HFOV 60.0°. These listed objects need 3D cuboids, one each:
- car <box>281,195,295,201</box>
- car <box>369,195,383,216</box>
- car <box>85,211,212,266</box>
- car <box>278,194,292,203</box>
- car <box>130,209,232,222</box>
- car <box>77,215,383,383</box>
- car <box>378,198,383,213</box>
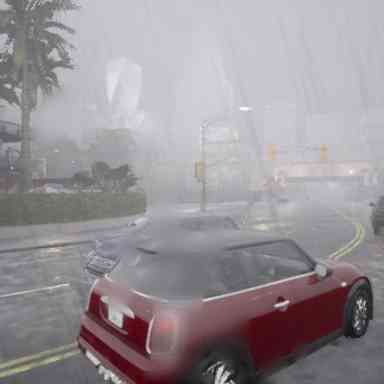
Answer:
[{"bbox_3d":[24.385,1.453,84.509,2.231,1.521,4.892,0,0,29],"label":"car"},{"bbox_3d":[11.234,1.177,18.488,2.150,2.045,5.566,0,0,27],"label":"car"},{"bbox_3d":[-1.436,1.558,12.541,1.812,1.442,4.674,0,0,43],"label":"car"},{"bbox_3d":[18.752,1.465,68.257,2.097,1.535,5.008,0,0,19],"label":"car"},{"bbox_3d":[-0.440,1.372,8.692,4.553,1.767,2.097,0,0,-45],"label":"car"},{"bbox_3d":[0.811,1.356,4.926,4.553,1.767,2.097,0,0,-40],"label":"car"},{"bbox_3d":[21.425,1.404,35.376,2.128,1.511,4.902,0,0,20],"label":"car"}]
